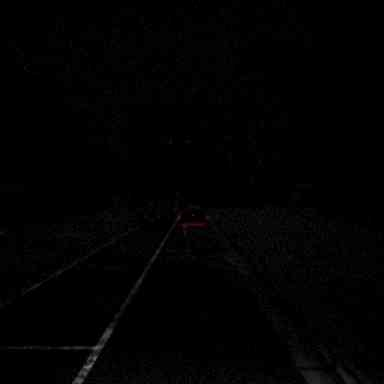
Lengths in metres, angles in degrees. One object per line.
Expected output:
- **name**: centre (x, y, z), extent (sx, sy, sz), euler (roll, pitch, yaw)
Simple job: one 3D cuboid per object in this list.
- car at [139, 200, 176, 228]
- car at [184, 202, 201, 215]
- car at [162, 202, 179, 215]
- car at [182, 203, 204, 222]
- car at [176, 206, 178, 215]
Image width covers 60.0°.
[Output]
- **car**: centre (-2.608, 1.575, 24.377), extent (2.192, 1.841, 5.009), euler (1, -1, 0)
- **car**: centre (0.066, 2.017, 41.705), extent (1.994, 1.385, 4.181), euler (0, -1, 0)
- **car**: centre (-2.607, 1.968, 40.801), extent (1.752, 1.417, 4.829), euler (1, -1, 0)
- **car**: centre (0.087, 1.803, 30.232), extent (1.882, 1.535, 5.008), euler (0, -1, 0)
- **car**: centre (-2.606, 1.636, 29.909), extent (2.192, 1.841, 5.009), euler (1, -1, 0)
